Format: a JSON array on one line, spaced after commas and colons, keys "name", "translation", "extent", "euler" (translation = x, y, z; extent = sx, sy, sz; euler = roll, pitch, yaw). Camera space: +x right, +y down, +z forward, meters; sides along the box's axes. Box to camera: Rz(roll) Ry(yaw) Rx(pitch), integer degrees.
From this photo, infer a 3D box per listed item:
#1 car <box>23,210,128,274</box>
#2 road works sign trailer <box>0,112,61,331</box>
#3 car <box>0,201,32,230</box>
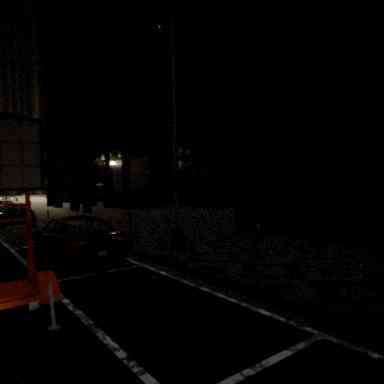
[{"name": "car", "translation": [-3.517, 1.365, 10.014], "extent": [1.887, 1.381, 4.507], "euler": [-3, 2, -36]}, {"name": "road works sign trailer", "translation": [-3.842, 0.402, 5.724], "extent": [2.380, 3.560, 2.880], "euler": [-3, 2, -36]}, {"name": "car", "translation": [-10.181, 1.307, 19.117], "extent": [2.008, 1.369, 4.403], "euler": [-3, 2, -36]}]
